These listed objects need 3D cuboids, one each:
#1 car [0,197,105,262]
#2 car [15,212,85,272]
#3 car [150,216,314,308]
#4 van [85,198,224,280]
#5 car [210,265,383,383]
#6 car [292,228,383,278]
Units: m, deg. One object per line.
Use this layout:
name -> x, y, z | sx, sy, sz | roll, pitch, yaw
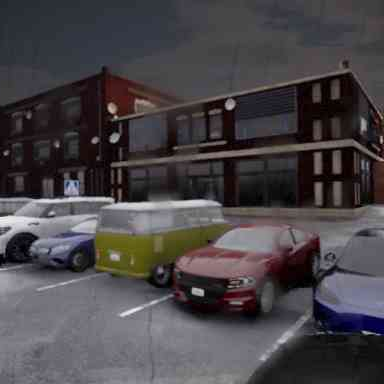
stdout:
car -> -5.203, 1.237, 12.625 | 2.435, 2.045, 5.566 | 0, 0, 35
car -> -2.937, 1.521, 11.049 | 2.002, 1.452, 4.674 | 0, 0, 35
car -> 1.553, 1.476, 7.852 | 2.097, 1.535, 5.008 | 0, 0, 35
van -> -0.529, 1.250, 9.471 | 1.878, 1.987, 4.442 | 0, 0, 36
car -> 2.237, 1.566, 1.783 | 4.181, 1.385, 1.994 | 0, 0, 35
car -> 3.776, 1.509, 6.224 | 2.163, 1.488, 4.792 | 0, 0, 35
